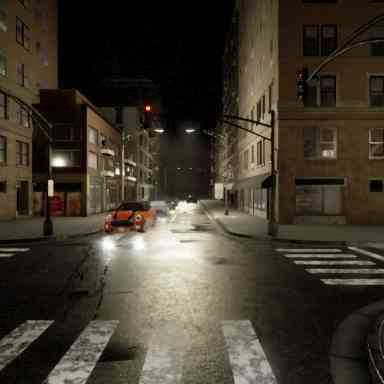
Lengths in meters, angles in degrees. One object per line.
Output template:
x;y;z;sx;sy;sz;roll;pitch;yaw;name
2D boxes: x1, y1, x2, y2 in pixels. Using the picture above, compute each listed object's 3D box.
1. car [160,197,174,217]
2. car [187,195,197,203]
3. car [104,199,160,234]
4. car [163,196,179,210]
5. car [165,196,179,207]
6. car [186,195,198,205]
-3.159;1.532;31.751;2.033;1.411;5.357;0;0;0;car
-0.035;1.444;69.671;2.128;1.511;4.902;0;0;0;car
-3.423;1.345;19.213;2.097;1.767;4.553;0;0;5;car
-3.171;1.328;42.273;2.097;1.767;4.553;0;0;0;car
-3.158;1.445;52.629;1.882;1.535;5.008;0;0;0;car
-0.013;1.453;59.308;2.128;1.511;4.902;0;0;0;car
